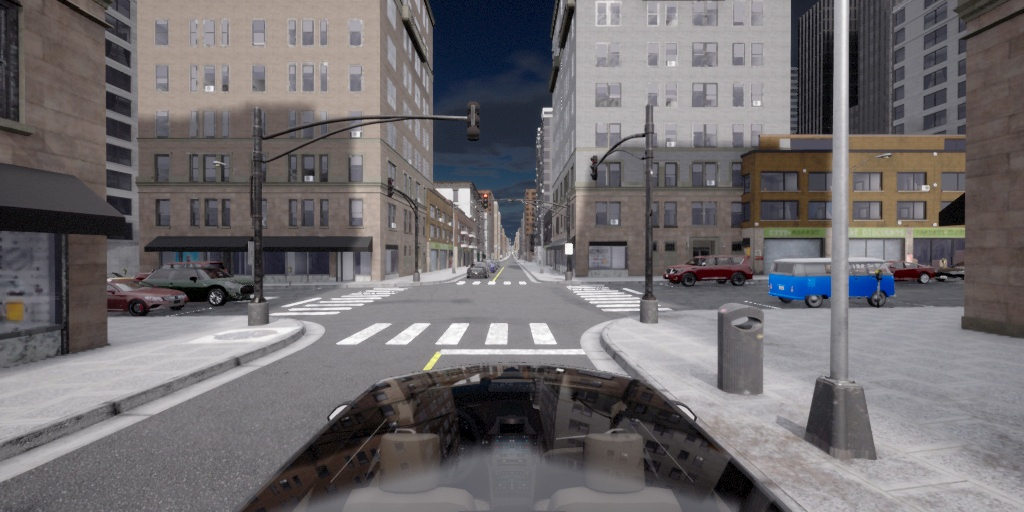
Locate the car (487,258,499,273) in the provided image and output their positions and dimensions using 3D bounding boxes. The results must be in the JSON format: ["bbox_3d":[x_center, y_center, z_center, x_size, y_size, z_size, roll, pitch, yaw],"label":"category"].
[{"bbox_3d":[-3.064,1.116,43.459,2.097,1.767,4.553,0,0,0],"label":"car"}]

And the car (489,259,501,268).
[{"bbox_3d":[-3.007,1.299,63.934,1.837,1.490,4.892,0,0,0],"label":"car"}]

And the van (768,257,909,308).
[{"bbox_3d":[12.125,0.957,13.676,3.998,1.789,1.690,0,0,0],"label":"van"}]

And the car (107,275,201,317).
[{"bbox_3d":[-14.811,1.527,13.625,4.207,1.307,1.802,0,0,0],"label":"car"}]

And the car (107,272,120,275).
[{"bbox_3d":[-26.008,1.551,22.129,4.829,1.417,1.751,0,0,0],"label":"car"}]

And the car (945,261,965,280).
[{"bbox_3d":[28.935,0.916,22.234,4.313,1.339,1.948,0,0,0],"label":"car"}]

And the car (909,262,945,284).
[{"bbox_3d":[23.325,0.964,22.223,4.507,1.381,1.888,0,0,0],"label":"car"}]

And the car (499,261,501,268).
[{"bbox_3d":[-3.056,1.282,53.607,1.837,1.490,4.892,0,0,0],"label":"car"}]

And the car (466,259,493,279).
[{"bbox_3d":[-3.075,1.259,33.300,1.837,1.490,4.892,0,0,0],"label":"car"}]

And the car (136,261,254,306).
[{"bbox_3d":[-14.001,1.269,16.267,4.553,1.767,2.097,-1,0,0],"label":"car"}]

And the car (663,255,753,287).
[{"bbox_3d":[12.108,0.872,22.201,5.009,1.841,2.192,0,0,0],"label":"car"}]
